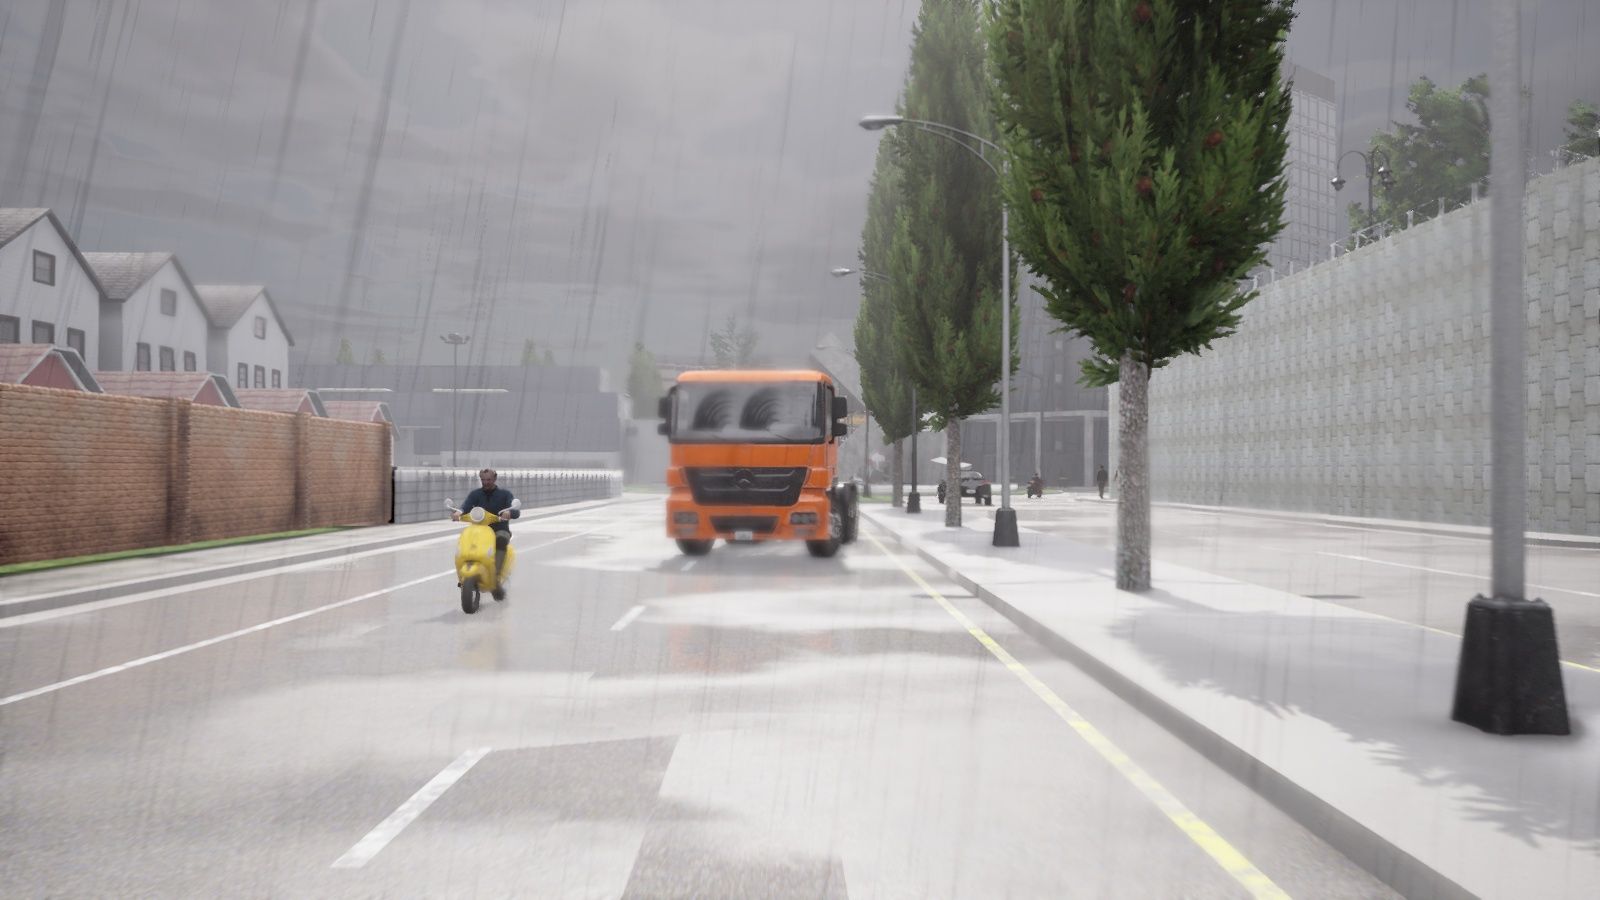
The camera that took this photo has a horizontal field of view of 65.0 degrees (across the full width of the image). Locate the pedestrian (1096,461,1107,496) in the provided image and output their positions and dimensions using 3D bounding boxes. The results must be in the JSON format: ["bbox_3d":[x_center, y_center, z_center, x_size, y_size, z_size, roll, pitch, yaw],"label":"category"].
[{"bbox_3d":[15.993,1.520,66.540,0.431,1.840,0.703,0,-1,3],"label":"pedestrian"}]

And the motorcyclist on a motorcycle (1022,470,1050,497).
[{"bbox_3d":[13.956,1.985,74.292,0.797,1.523,2.044,1,0,35],"label":"motorcyclist on a motorcycle"}]

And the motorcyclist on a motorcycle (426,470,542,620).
[{"bbox_3d":[-3.536,1.020,14.223,0.866,1.590,1.817,0,-1,0],"label":"motorcyclist on a motorcycle"}]

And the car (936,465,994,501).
[{"bbox_3d":[7.879,1.572,60.364,2.152,1.651,5.027,0,-1,0],"label":"car"}]

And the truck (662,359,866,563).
[{"bbox_3d":[-0.425,0.261,25.457,2.891,3.462,7.936,0,-1,7],"label":"truck"}]
